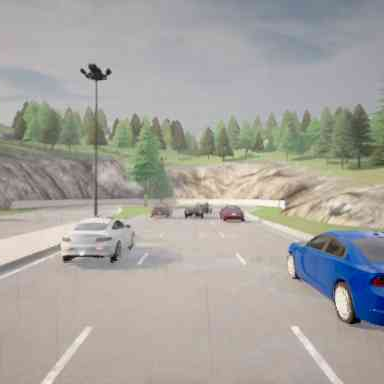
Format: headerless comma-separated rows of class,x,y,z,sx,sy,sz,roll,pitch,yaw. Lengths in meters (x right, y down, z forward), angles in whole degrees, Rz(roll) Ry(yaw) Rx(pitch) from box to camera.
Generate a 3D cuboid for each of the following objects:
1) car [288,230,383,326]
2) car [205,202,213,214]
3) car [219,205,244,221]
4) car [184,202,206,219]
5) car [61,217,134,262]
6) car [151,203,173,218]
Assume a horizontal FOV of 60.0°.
car,3.598,1.566,7.322,1.882,1.535,5.008,0,-1,0
car,1.517,2.008,43.583,2.128,1.511,4.902,0,-1,12
car,3.647,1.929,30.811,1.994,1.385,4.181,0,-1,1
car,0.266,2.005,34.095,1.895,1.301,4.718,0,-1,2
car,-3.403,1.676,12.598,1.812,1.442,4.674,0,-1,0
car,-3.180,1.947,35.590,1.812,1.442,4.674,0,-1,3
